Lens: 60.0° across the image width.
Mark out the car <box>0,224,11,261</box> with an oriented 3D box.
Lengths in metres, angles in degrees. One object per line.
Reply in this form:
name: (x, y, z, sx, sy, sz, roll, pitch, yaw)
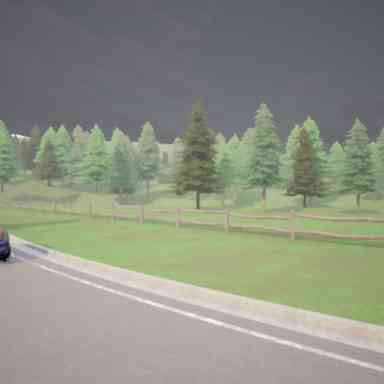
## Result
car: (-8.112, 1.430, 11.745, 2.097, 1.767, 4.553, 0, -1, -44)
